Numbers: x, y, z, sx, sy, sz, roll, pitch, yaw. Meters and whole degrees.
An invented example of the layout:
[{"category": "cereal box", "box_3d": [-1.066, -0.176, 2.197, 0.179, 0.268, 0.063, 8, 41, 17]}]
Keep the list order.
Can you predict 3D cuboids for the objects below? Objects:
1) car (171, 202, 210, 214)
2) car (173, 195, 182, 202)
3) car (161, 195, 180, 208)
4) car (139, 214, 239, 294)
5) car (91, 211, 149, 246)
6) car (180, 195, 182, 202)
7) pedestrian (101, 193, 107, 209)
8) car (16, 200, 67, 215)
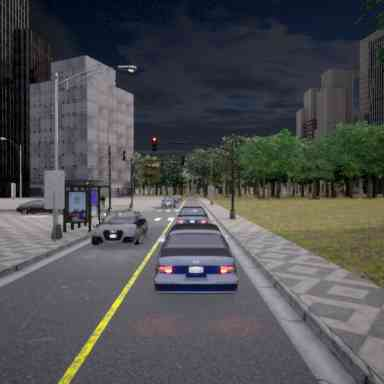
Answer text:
[{"category": "car", "box_3d": [0.049, 1.538, 19.253, 2.033, 1.411, 5.357, 0, 0, 1]}, {"category": "car", "box_3d": [-3.152, 1.382, 73.036, 1.882, 1.535, 5.008, 0, 0, 0]}, {"category": "car", "box_3d": [-3.166, 1.445, 46.094, 2.128, 1.511, 4.902, 0, 0, 0]}, {"category": "car", "box_3d": [0.080, 1.545, 8.918, 2.033, 1.411, 5.357, 0, 0, 0]}, {"category": "car", "box_3d": [-3.123, 1.558, 15.153, 1.994, 1.385, 4.181, 0, 0, 0]}, {"category": "car", "box_3d": [-3.172, 1.436, 59.301, 1.837, 1.490, 4.892, 0, 0, 0]}, {"category": "pedestrian", "box_3d": [-10.141, 1.050, 38.105, 0.375, 1.860, 0.375, 0, 0, 1]}, {"category": "car", "box_3d": [-14.397, 1.477, 31.991, 4.674, 1.442, 1.812, 0, 1, 2]}]
